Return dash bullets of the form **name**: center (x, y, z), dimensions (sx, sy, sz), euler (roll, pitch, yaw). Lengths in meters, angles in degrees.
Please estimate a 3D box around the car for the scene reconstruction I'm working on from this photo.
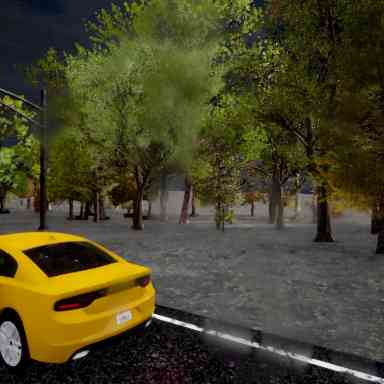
- **car**: center (-2.900, 1.444, 5.749), dimensions (5.008, 1.535, 1.882), euler (1, 0, 35)
